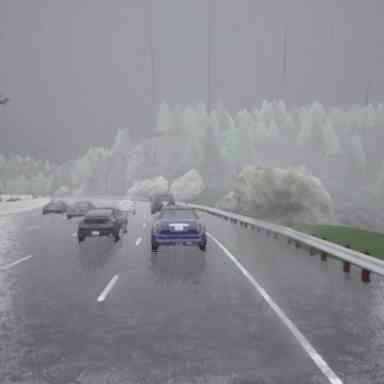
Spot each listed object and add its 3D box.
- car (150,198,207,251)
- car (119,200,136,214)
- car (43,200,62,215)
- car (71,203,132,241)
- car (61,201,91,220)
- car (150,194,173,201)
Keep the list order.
[{"bbox_3d":[-0.619,1.338,14.250,2.097,1.767,4.553,0,0,-4],"label":"car"},{"bbox_3d":[-6.790,1.500,34.302,1.812,1.442,4.674,0,0,-11],"label":"car"},{"bbox_3d":[-13.928,1.551,34.315,1.994,1.385,4.181,0,0,-11],"label":"car"},{"bbox_3d":[-4.306,1.494,16.534,1.837,1.490,4.892,0,0,-5],"label":"car"},{"bbox_3d":[-9.239,1.533,28.155,2.033,1.411,5.357,0,0,-9],"label":"car"},{"bbox_3d":[-2.877,1.190,32.411,2.150,2.045,5.566,0,0,-10],"label":"car"}]
